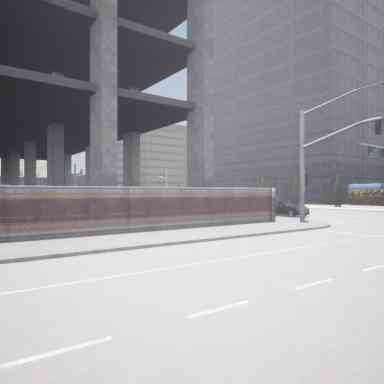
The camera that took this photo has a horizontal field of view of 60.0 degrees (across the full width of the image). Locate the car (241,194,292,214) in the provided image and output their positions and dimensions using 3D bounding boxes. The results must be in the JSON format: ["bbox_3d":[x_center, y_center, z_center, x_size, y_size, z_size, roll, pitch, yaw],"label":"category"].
[{"bbox_3d":[8.263,1.221,37.344,2.150,2.045,5.566,0,0,-36],"label":"car"}]

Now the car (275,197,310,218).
[{"bbox_3d":[8.587,1.505,30.886,1.837,1.490,4.892,0,0,-35],"label":"car"}]
